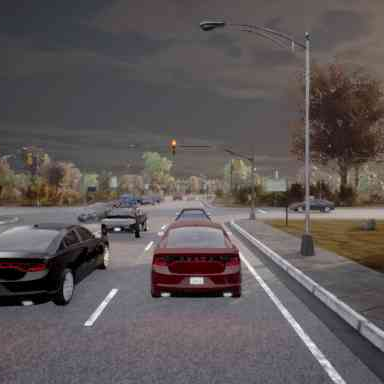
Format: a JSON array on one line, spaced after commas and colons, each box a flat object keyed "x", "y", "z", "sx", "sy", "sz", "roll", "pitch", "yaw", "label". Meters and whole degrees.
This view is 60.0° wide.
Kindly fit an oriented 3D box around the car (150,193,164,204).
[{"x": -7.192, "y": 1.221, "z": 64.515, "sx": 2.150, "sy": 2.045, "sz": 5.566, "roll": 0, "pitch": 0, "yaw": 1, "label": "car"}]

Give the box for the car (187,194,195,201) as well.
[{"x": -0.198, "y": 1.348, "z": 85.774, "sx": 2.097, "sy": 1.767, "sz": 4.553, "roll": 0, "pitch": 0, "yaw": 0, "label": "car"}]

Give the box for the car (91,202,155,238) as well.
[{"x": -3.432, "y": 1.491, "z": 17.592, "sx": 2.128, "sy": 1.511, "sz": 4.902, "roll": 0, "pitch": 0, "yaw": -1, "label": "car"}]

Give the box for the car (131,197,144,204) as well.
[{"x": -10.681, "y": 1.601, "z": 65.588, "sx": 1.895, "sy": 1.301, "sz": 4.718, "roll": 0, "pitch": 0, "yaw": 0, "label": "car"}]

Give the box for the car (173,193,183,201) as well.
[{"x": -3.697, "y": 1.217, "z": 85.409, "sx": 2.150, "sy": 2.045, "sz": 5.566, "roll": 0, "pitch": 0, "yaw": 0, "label": "car"}]

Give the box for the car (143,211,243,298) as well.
[{"x": 0.082, "y": 1.478, "z": 8.580, "sx": 1.882, "sy": 1.535, "sz": 5.008, "roll": 0, "pitch": 0, "yaw": 0, "label": "car"}]

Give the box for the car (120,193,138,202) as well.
[{"x": -10.681, "y": 1.221, "z": 55.821, "sx": 2.150, "sy": 2.045, "sz": 5.566, "roll": 0, "pitch": 0, "yaw": 2, "label": "car"}]

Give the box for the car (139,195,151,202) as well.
[{"x": -10.679, "y": 1.500, "z": 75.869, "sx": 1.837, "sy": 1.490, "sz": 4.892, "roll": 0, "pitch": 0, "yaw": 0, "label": "car"}]

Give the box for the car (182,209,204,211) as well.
[{"x": 0.062, "y": 1.564, "z": 17.569, "sx": 1.994, "sy": 1.385, "sz": 4.181, "roll": 0, "pitch": 0, "yaw": 0, "label": "car"}]

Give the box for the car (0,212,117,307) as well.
[{"x": -3.416, "y": 1.478, "z": 8.106, "sx": 1.882, "sy": 1.535, "sz": 5.008, "roll": 0, "pitch": 0, "yaw": 0, "label": "car"}]

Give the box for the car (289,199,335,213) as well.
[{"x": 13.295, "y": 1.505, "z": 36.965, "sx": 4.892, "sy": 1.490, "sz": 1.837, "roll": 0, "pitch": 0, "yaw": 3, "label": "car"}]

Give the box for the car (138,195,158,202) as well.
[{"x": -7.219, "y": 1.564, "z": 55.402, "sx": 1.994, "sy": 1.385, "sz": 4.181, "roll": 0, "pitch": 0, "yaw": -1, "label": "car"}]

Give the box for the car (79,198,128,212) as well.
[{"x": -6.867, "y": 1.505, "z": 25.181, "sx": 1.837, "sy": 1.490, "sz": 4.892, "roll": -2, "pitch": 0, "yaw": 12, "label": "car"}]
